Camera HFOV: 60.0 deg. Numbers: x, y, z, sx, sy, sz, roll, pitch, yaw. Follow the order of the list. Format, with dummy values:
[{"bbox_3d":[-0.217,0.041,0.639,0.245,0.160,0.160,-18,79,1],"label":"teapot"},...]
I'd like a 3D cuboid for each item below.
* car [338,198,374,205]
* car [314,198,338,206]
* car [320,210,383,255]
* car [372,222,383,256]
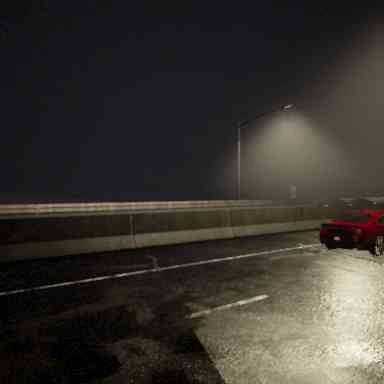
[{"bbox_3d":[19.517,1.482,38.853,4.674,1.442,1.812,0,0,-34],"label":"car"},{"bbox_3d":[17.597,1.504,41.788,5.357,1.411,2.033,0,0,-34],"label":"car"},{"bbox_3d":[7.089,1.456,13.040,5.008,1.535,1.882,-1,0,-35],"label":"car"},{"bbox_3d":[7.280,1.529,8.904,5.357,1.411,2.033,0,0,-35],"label":"car"}]
